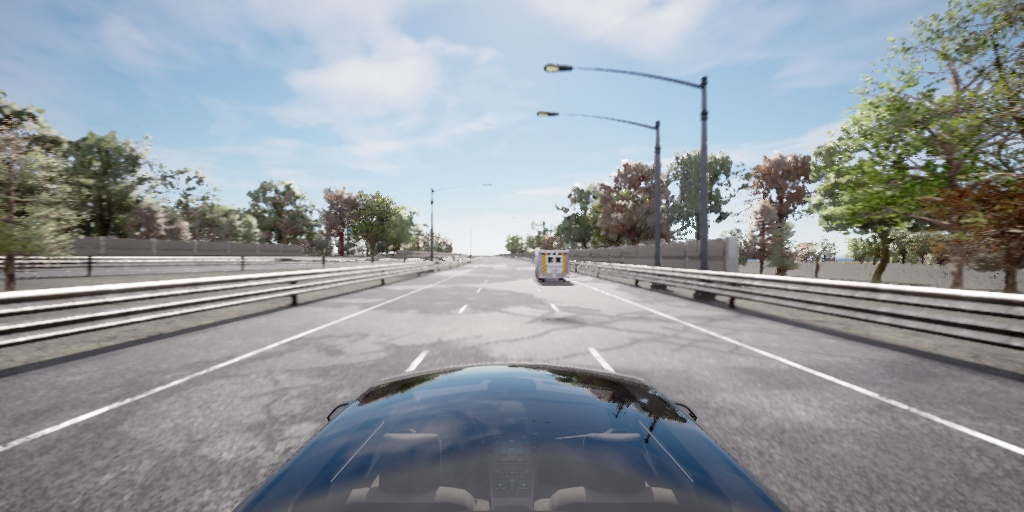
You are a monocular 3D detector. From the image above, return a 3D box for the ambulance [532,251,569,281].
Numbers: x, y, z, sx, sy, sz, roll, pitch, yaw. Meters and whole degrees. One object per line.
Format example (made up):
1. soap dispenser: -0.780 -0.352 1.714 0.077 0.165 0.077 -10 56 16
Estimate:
1. ambulance: 3.175 0.814 30.321 2.351 2.431 6.366 0 0 -1
